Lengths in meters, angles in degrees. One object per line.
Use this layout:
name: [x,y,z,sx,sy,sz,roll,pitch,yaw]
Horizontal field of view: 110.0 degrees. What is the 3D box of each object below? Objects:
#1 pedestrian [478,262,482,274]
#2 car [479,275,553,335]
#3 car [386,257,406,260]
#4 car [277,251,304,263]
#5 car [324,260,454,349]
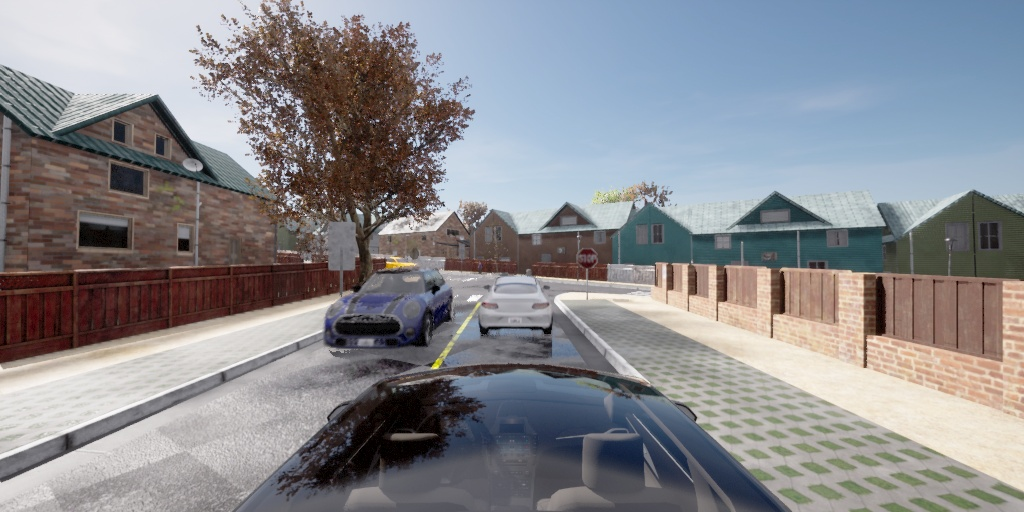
pedestrian: [-3.139,1.123,35.446,0.375,1.300,0.375,-1,-5,32]
car: [0.133,1.281,10.377,1.812,1.442,4.674,0,0,2]
car: [-10.626,0.863,33.222,5.008,1.535,1.882,2,0,32]
car: [-27.277,0.232,43.659,5.008,1.535,1.882,2,0,33]
car: [-2.848,1.106,9.279,2.097,1.767,4.553,0,0,0]
